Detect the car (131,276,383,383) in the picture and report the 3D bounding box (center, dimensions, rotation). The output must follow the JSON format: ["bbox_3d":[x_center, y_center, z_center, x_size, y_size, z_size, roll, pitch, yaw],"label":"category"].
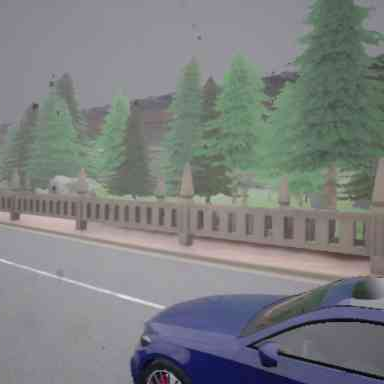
[{"bbox_3d":[1.546,1.528,2.890,4.674,1.442,1.812,0,0,36],"label":"car"}]
